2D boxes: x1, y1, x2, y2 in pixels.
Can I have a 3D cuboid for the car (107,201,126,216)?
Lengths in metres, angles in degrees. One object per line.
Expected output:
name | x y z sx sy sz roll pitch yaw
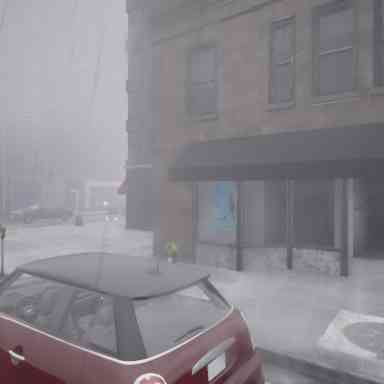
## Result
car | -6.225 1.554 32.622 1.994 1.385 4.181 0 0 35

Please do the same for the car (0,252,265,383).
car | -1.376 1.440 3.830 4.097 1.590 1.967 0 0 36

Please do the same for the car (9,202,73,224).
car | -11.348 1.514 25.345 1.812 1.442 4.674 0 0 37
